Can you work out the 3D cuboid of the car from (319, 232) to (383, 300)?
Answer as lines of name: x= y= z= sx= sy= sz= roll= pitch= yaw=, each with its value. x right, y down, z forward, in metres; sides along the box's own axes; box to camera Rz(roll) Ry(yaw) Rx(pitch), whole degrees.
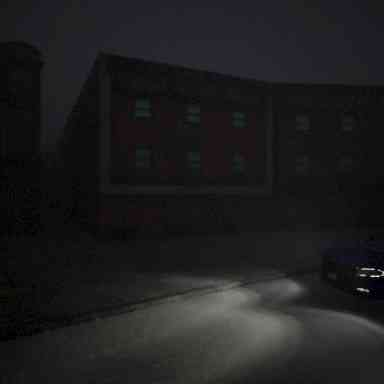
car: x=5.345 y=1.477 z=7.512 sx=5.008 sy=1.535 sz=1.882 roll=0 pitch=0 yaw=-14
